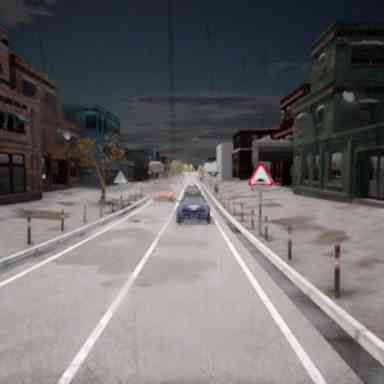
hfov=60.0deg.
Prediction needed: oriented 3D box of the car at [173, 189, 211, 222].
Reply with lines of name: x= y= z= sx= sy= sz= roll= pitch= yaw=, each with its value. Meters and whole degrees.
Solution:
car: x=0.093 y=0.917 z=21.889 sx=2.097 sy=1.767 sz=4.553 roll=0 pitch=2 yaw=0

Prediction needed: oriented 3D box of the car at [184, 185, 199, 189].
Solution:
car: x=0.094 y=-0.007 z=39.531 sx=2.097 sy=1.767 sz=4.553 roll=0 pitch=4 yaw=0

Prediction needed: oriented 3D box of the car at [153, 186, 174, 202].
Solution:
car: x=-3.096 y=0.145 z=37.170 sx=2.097 sy=1.767 sz=4.553 roll=0 pitch=4 yaw=0
